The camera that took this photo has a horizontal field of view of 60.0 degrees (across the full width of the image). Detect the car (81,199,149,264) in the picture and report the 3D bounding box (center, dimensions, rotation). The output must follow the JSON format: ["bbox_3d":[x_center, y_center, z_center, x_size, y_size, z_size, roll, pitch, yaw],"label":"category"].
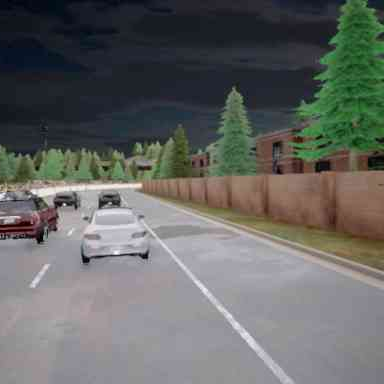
[{"bbox_3d":[-2.458,1.198,10.593,1.812,1.442,4.674,-1,2,-14],"label":"car"}]

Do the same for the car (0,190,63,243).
[{"bbox_3d":[-6.826,0.969,13.589,2.097,1.767,4.553,-1,2,-14],"label":"car"}]

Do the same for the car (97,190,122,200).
[{"bbox_3d":[-7.311,0.604,29.579,1.837,1.490,4.892,-1,2,-14],"label":"car"}]

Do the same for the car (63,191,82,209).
[{"bbox_3d":[-10.690,0.667,28.666,1.837,1.490,4.892,-1,2,-14],"label":"car"}]
